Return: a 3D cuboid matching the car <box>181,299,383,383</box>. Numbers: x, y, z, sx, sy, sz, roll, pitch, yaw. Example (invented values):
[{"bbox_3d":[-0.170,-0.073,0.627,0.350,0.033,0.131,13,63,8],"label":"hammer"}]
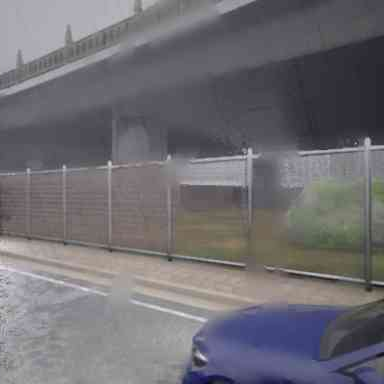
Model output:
[{"bbox_3d":[2.087,1.524,2.504,4.674,1.442,1.812,0,0,35],"label":"car"}]
